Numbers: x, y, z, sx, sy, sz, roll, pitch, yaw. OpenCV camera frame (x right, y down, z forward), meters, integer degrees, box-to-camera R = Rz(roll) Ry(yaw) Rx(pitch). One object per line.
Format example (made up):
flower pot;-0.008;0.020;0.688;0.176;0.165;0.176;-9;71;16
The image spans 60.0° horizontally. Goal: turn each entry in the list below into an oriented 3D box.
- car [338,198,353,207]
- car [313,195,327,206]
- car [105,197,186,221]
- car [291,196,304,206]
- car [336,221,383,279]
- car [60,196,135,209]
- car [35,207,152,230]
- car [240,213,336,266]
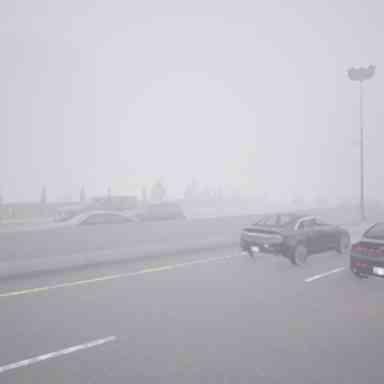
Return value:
car;21.767;1.492;47.269;2.033;1.411;5.357;0;0;26
car;21.319;1.307;55.212;2.097;1.767;4.553;0;0;22
car;-2.575;1.388;20.266;4.553;1.767;2.097;0;0;-43
car;17.482;1.452;55.033;1.882;1.535;5.008;0;0;22
car;5.980;1.487;8.906;4.892;1.490;1.837;0;0;-41
car;-5.980;1.276;21.820;5.566;2.045;2.150;0;0;-42
car;-4.272;1.563;14.179;4.674;1.442;1.812;0;0;-40
car;3.727;1.487;11.560;4.902;1.511;2.128;0;0;-41
